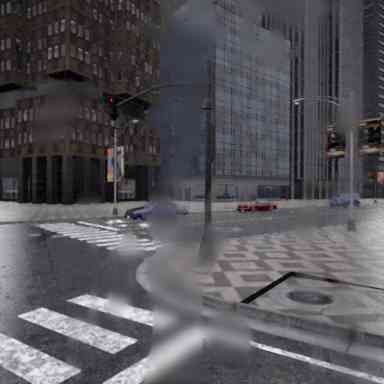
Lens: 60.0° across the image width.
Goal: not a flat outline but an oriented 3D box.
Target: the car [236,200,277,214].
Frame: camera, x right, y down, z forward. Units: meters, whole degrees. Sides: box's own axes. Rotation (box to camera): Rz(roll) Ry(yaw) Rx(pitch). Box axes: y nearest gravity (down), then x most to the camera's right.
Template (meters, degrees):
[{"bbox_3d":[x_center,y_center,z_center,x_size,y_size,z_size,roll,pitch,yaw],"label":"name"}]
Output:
[{"bbox_3d":[6.733,1.536,34.558,4.718,1.301,1.895,0,0,-40],"label":"car"}]

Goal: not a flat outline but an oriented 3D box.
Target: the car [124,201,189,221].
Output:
[{"bbox_3d":[-2.752,1.472,26.784,5.357,1.411,2.033,0,0,-39],"label":"car"}]

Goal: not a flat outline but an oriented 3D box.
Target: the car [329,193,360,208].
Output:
[{"bbox_3d":[21.415,1.185,46.508,5.566,2.045,2.150,1,0,-39],"label":"car"}]
